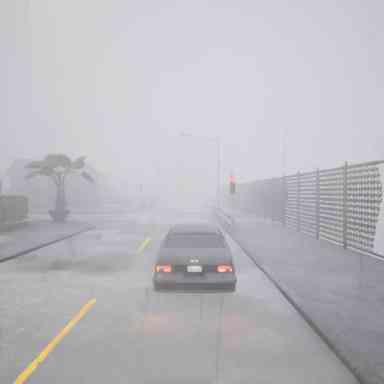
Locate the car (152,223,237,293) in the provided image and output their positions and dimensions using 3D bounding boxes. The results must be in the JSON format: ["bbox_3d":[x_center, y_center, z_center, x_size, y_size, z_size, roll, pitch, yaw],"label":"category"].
[{"bbox_3d":[0.072,1.547,8.996,2.033,1.411,5.357,0,0,1],"label":"car"}]

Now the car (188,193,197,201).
[{"bbox_3d":[0.077,1.225,81.683,2.150,2.045,5.566,0,0,0],"label":"car"}]
